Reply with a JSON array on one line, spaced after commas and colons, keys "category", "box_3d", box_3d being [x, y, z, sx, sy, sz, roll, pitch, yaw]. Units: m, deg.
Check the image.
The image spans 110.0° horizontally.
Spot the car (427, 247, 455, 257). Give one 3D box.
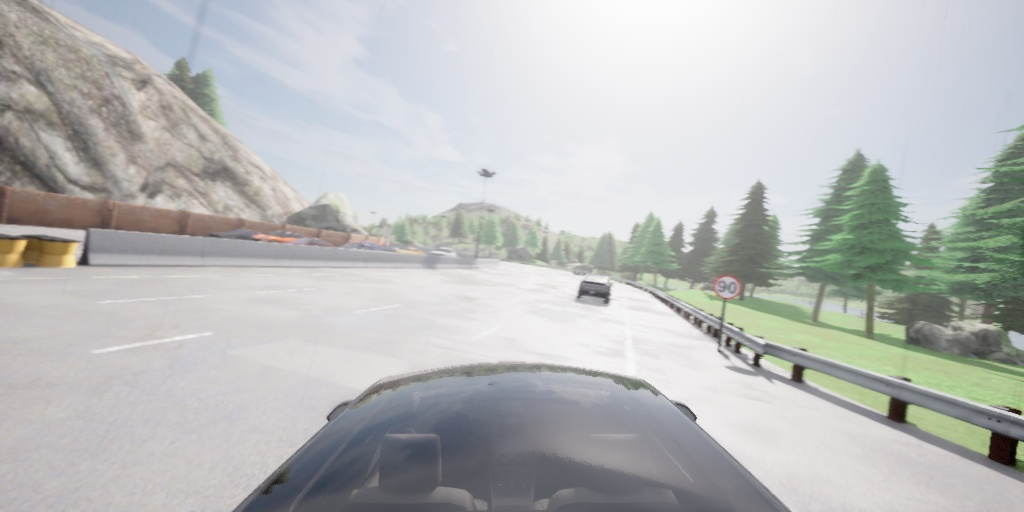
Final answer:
[{"category": "car", "box_3d": [-9.419, -0.142, 48.600, 2.150, 2.045, 5.566, 7, 0, 10]}]

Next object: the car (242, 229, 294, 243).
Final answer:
[{"category": "car", "box_3d": [-20.926, -1.481, 32.211, 2.097, 1.767, 4.553, 7, 0, 17]}]

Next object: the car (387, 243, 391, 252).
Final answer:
[{"category": "car", "box_3d": [-16.737, -0.717, 47.504, 1.994, 1.385, 4.181, 7, 0, 12]}]

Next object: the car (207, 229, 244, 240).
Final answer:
[{"category": "car", "box_3d": [-24.403, -1.719, 32.733, 2.033, 1.411, 5.357, 7, 0, 17]}]

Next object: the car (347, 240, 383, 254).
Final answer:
[{"category": "car", "box_3d": [-19.942, -1.204, 48.961, 1.882, 1.535, 5.008, 7, 0, 11]}]

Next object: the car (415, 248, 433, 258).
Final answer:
[{"category": "car", "box_3d": [-15.353, -0.523, 63.074, 1.994, 1.385, 4.181, 7, 0, 0]}]

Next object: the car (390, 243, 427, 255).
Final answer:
[{"category": "car", "box_3d": [-13.375, -0.385, 46.642, 1.882, 1.535, 5.008, 7, 0, 11]}]

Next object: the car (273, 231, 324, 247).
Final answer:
[{"category": "car", "box_3d": [-17.627, -0.894, 31.109, 1.812, 1.442, 4.674, 7, 0, 17]}]

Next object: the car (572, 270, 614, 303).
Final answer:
[{"category": "car", "box_3d": [5.162, 1.913, 22.064, 2.128, 1.511, 4.902, 7, 0, 17]}]

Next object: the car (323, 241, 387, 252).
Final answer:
[{"category": "car", "box_3d": [-13.806, -0.449, 31.847, 2.128, 1.511, 4.902, 7, 0, 17]}]
